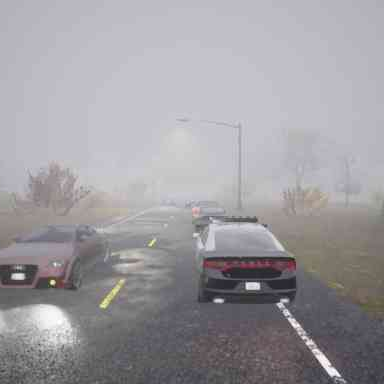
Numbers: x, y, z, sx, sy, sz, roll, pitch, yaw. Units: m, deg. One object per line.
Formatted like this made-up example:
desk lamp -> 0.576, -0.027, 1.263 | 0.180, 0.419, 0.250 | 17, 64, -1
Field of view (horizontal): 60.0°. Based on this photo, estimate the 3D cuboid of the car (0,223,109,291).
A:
car -> -3.598, 1.558, 8.872 | 1.994, 1.385, 4.181 | 0, 0, 0

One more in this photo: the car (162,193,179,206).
car -> -3.590, 1.396, 52.046 | 2.128, 1.511, 4.902 | 0, 0, 0

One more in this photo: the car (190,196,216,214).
car -> 1.055, 1.323, 24.197 | 2.097, 1.767, 4.553 | 0, 0, 0

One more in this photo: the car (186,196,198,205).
car -> 0.006, 1.430, 58.620 | 2.033, 1.411, 5.357 | 0, 0, 0

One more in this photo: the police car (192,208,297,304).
police car -> 1.052, 1.419, 8.334 | 1.930, 1.638, 5.238 | 0, 0, 0

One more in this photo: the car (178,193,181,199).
car -> -4.381, 1.065, 95.487 | 2.097, 1.767, 4.553 | 0, 0, -2

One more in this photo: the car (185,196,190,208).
car -> 0.039, 1.525, 45.475 | 1.895, 1.301, 4.718 | 0, 0, 0

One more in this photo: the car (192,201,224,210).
car -> 1.053, 1.488, 18.225 | 1.837, 1.490, 4.892 | 0, 0, 0
